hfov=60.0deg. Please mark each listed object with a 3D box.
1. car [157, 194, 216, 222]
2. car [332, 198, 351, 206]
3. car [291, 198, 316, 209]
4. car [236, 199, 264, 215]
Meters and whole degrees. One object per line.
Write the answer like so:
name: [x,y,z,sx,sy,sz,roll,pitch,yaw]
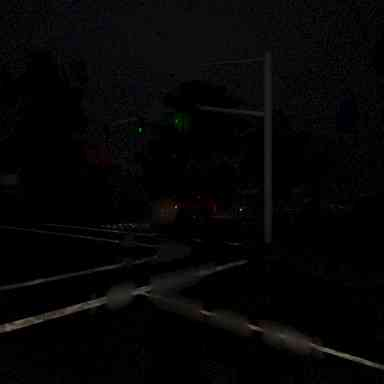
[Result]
car: [-0.332,1.221,27.013,2.150,2.045,5.566,0,0,41]
car: [25.255,1.651,56.291,1.895,1.301,4.718,0,0,41]
car: [15.105,1.526,44.750,1.812,1.442,4.674,0,0,41]
car: [6.463,1.491,34.817,2.128,1.511,4.902,0,0,41]
